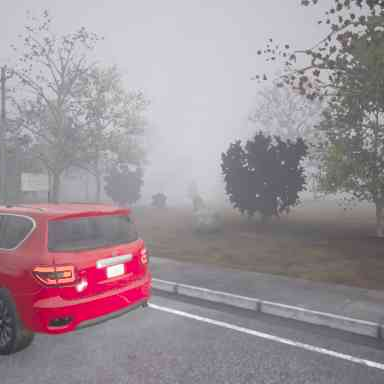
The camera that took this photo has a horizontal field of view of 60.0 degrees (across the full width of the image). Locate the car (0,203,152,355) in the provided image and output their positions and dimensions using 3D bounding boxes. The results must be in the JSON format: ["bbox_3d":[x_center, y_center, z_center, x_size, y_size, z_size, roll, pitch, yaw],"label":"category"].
[{"bbox_3d":[-3.281,1.221,6.321,5.566,2.045,2.150,0,0,35],"label":"car"}]
